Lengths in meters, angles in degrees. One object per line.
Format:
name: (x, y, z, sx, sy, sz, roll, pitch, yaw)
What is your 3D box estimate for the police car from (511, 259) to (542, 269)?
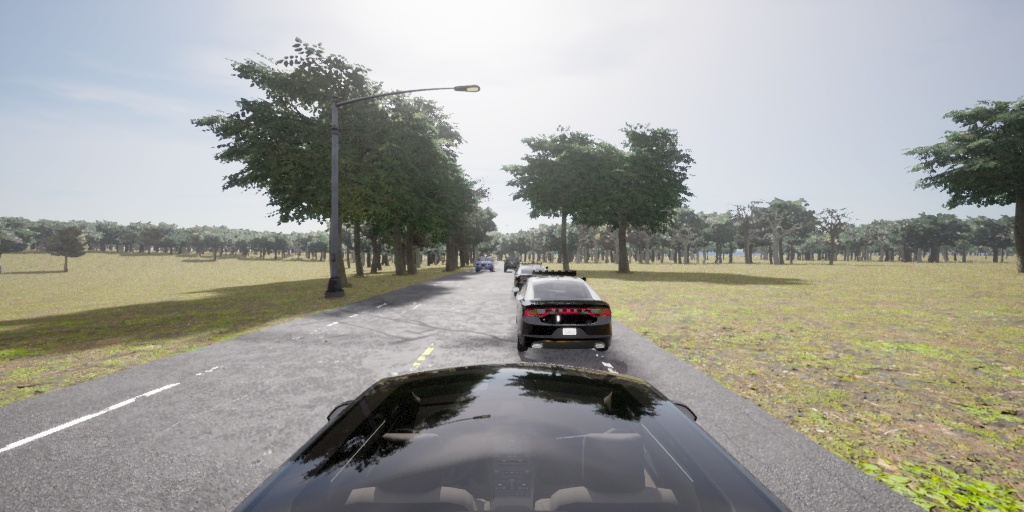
police car: (1.043, 1.173, 19.119, 1.930, 1.638, 5.238, 0, 0, 0)

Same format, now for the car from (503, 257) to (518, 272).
car: (0.014, 1.106, 48.479, 2.150, 2.045, 5.566, 0, -1, 0)

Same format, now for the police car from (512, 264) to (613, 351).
police car: (1.047, 1.173, 9.117, 1.930, 1.638, 5.238, 0, 0, 0)

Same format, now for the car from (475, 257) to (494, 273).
car: (-3.517, 1.091, 46.796, 2.150, 2.045, 5.566, 0, 0, 0)
